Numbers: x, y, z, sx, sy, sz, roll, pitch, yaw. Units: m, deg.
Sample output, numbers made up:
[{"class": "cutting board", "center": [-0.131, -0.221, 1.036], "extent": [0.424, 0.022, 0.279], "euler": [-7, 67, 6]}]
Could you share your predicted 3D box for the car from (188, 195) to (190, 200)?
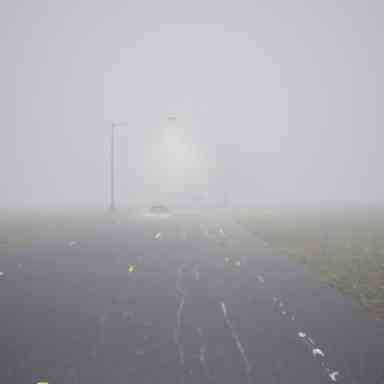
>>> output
[{"class": "car", "center": [-0.003, 1.394, 89.021], "extent": [2.033, 1.411, 5.357], "euler": [0, 0, 0]}]

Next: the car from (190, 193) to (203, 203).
[{"class": "car", "center": [1.222, 1.223, 70.331], "extent": [2.150, 2.045, 5.566], "euler": [0, 0, 0]}]

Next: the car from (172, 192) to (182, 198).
[{"class": "car", "center": [-3.503, 0.916, 78.607], "extent": [2.150, 2.045, 5.566], "euler": [0, 0, 0]}]

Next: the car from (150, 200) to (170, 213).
[{"class": "car", "center": [-3.593, 1.595, 37.354], "extent": [1.895, 1.301, 4.718], "euler": [0, 0, 0]}]
